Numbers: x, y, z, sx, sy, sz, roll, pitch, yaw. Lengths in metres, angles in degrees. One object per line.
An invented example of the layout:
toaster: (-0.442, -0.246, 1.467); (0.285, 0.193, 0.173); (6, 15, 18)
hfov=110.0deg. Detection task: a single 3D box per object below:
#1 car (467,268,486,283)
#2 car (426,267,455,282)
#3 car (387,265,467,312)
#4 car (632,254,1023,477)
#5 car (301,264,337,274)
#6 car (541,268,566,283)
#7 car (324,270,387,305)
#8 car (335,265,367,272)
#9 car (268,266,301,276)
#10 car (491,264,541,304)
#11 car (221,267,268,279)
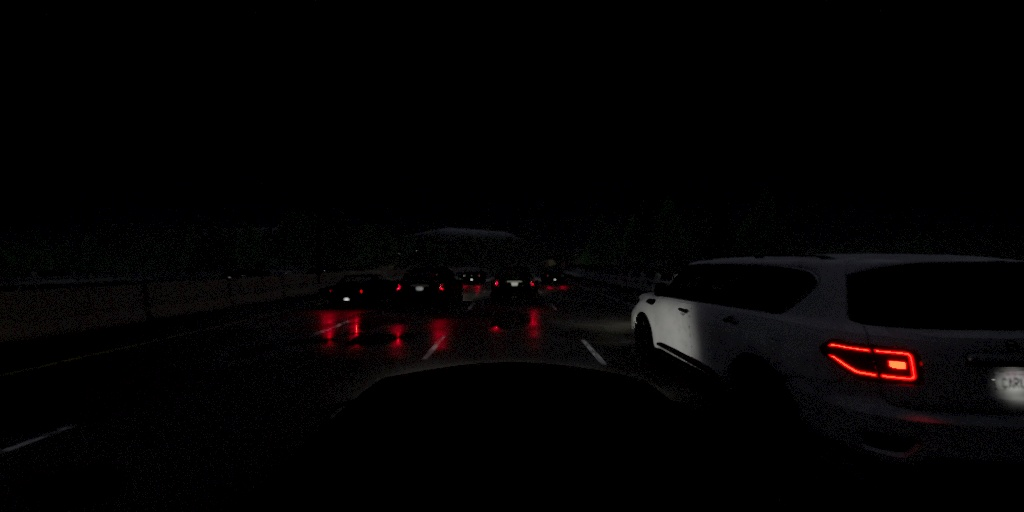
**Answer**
car: (-3.374, 1.744, 32.442); (1.895, 1.301, 4.718); (0, -1, 0)
car: (-6.873, 1.750, 34.773); (1.994, 1.385, 4.181); (0, -1, 0)
car: (-3.389, 1.258, 15.291); (2.097, 1.767, 4.553); (0, -1, 0)
car: (3.602, 1.013, 5.244); (2.150, 2.045, 5.566); (0, -1, 0)
car: (-21.059, 1.656, 40.326); (2.097, 1.767, 4.553); (0, -1, 0)
car: (3.625, 1.745, 32.424); (1.895, 1.301, 4.718); (0, -1, 0)
car: (-6.887, 1.528, 17.151); (1.895, 1.301, 4.718); (0, -1, 0)
car: (-17.560, 1.868, 40.321); (1.994, 1.385, 4.181); (0, -1, 0)
car: (-24.559, 1.826, 40.188); (1.812, 1.442, 4.674); (0, -1, 0)
car: (0.112, 1.287, 17.771); (2.097, 1.767, 4.553); (0, -1, 0)
car: (-28.064, 1.851, 37.919); (1.895, 1.301, 4.718); (0, -1, 0)
